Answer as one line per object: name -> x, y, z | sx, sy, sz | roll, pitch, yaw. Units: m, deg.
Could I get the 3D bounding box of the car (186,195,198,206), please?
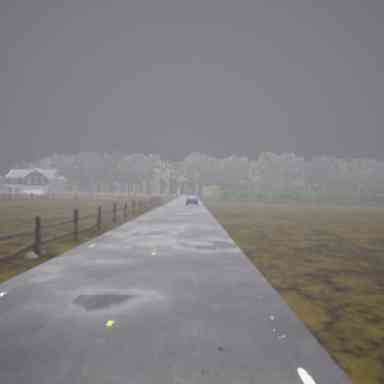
car -> 0.002, 1.325, 52.768 | 1.882, 1.535, 5.008 | 0, 0, 0

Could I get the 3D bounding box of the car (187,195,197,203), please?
car -> 0.002, 1.312, 63.186 | 1.837, 1.490, 4.892 | 0, 0, 0
